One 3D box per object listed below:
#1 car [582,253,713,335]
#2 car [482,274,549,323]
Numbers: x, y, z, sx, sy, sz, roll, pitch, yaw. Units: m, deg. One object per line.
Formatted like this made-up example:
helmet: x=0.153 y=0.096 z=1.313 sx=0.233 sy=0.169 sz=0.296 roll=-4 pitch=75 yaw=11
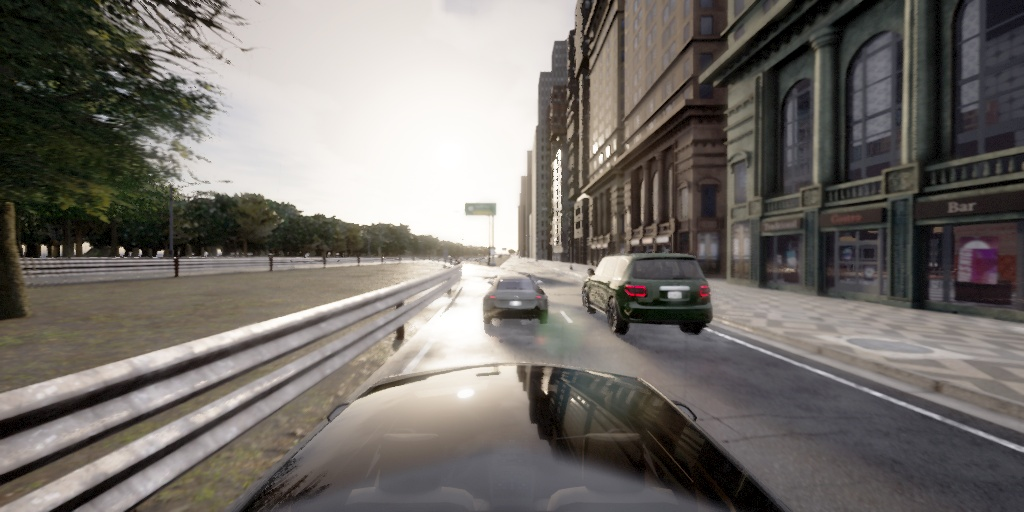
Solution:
car: x=3.603 y=0.950 z=10.609 sx=2.150 sy=2.045 sz=5.566 roll=0 pitch=0 yaw=0
car: x=0.104 y=1.289 z=12.016 sx=1.994 sy=1.385 sz=4.181 roll=0 pitch=0 yaw=0
